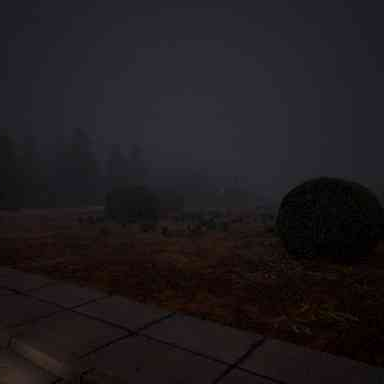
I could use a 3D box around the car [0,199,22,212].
[{"bbox_3d":[-21.201,1.485,36.139,2.128,1.511,4.902,0,0,37],"label":"car"}]
